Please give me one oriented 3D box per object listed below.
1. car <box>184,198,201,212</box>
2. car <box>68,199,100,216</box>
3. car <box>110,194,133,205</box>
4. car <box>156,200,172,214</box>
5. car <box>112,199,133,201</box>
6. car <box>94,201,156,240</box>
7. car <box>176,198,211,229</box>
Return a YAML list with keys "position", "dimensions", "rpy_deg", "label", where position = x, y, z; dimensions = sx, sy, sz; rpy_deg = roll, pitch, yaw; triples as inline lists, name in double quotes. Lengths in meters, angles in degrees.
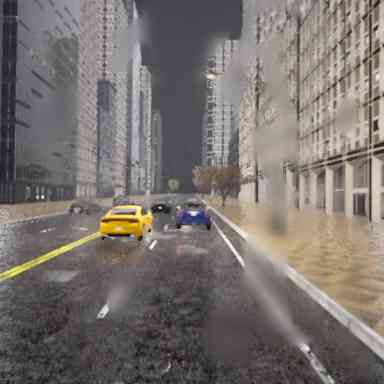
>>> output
- position: [0.084, 1.483, 40.072]
  dimensions: [1.882, 1.535, 5.008]
  rpy_deg: [1, 0, 0]
  label: "car"
- position: [-9.853, 1.387, 30.876]
  dimensions: [2.128, 1.511, 4.902]
  rpy_deg: [1, 0, 0]
  label: "car"
- position: [-9.768, 1.059, 46.567]
  dimensions: [2.033, 1.411, 5.357]
  rpy_deg: [1, 0, 0]
  label: "car"
- position: [-3.165, 1.532, 35.072]
  dimensions: [1.994, 1.385, 4.181]
  rpy_deg: [1, 0, 0]
  label: "car"
- position: [-6.602, 1.422, 32.484]
  dimensions: [2.128, 1.511, 4.902]
  rpy_deg: [1, 0, 0]
  label: "car"
- position: [-3.153, 1.437, 16.752]
  dimensions: [1.882, 1.535, 5.008]
  rpy_deg: [1, 0, 0]
  label: "car"
- position: [0.096, 1.348, 21.725]
  dimensions: [2.097, 1.767, 4.553]
  rpy_deg: [1, 0, 0]
  label: "car"
